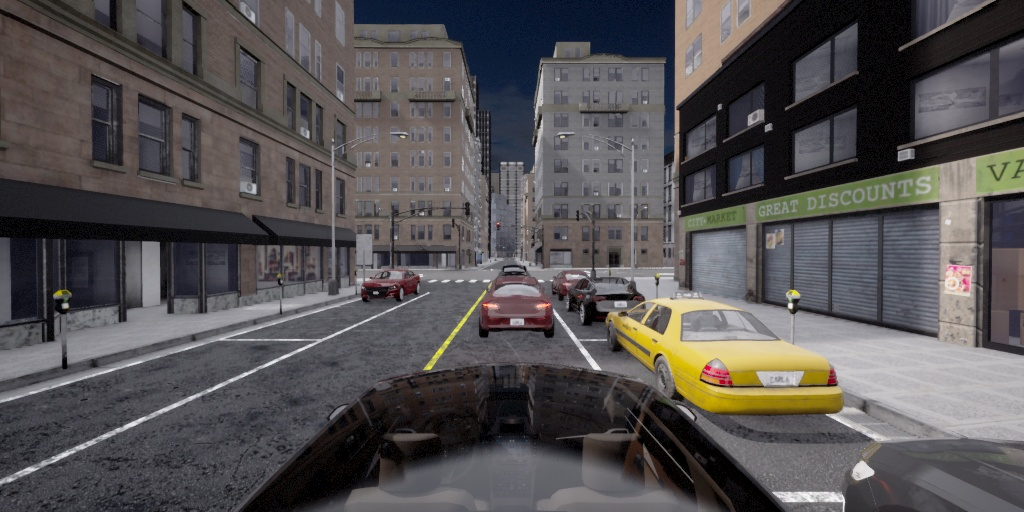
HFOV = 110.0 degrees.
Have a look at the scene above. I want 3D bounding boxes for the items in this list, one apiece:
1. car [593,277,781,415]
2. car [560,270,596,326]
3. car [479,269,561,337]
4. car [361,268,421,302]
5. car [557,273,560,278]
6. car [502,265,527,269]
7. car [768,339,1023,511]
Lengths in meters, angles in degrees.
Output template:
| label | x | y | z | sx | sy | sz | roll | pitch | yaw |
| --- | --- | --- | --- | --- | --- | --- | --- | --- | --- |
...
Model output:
| label | x | y | z | sx | sy | sz | roll | pitch | yaw |
| --- | --- | --- | --- | --- | --- | --- | --- | --- | --- |
| car | 2.879 | 1.274 | 6.147 | 1.751 | 1.417 | 4.829 | 0 | 0 | 0 |
| car | 2.885 | 1.313 | 11.563 | 1.948 | 1.339 | 4.313 | 0 | 0 | 0 |
| car | 0.103 | 1.273 | 10.128 | 1.812 | 1.442 | 4.674 | 0 | 0 | 0 |
| car | -5.653 | 1.290 | 17.156 | 1.888 | 1.381 | 4.507 | 0 | 0 | 0 |
| car | 2.892 | 1.327 | 17.149 | 1.802 | 1.307 | 4.207 | 0 | 0 | 0 |
| car | 0.119 | 1.249 | 20.407 | 1.837 | 1.490 | 4.892 | 0 | 0 | 0 |
| car | 2.872 | 1.301 | 0.391 | 2.007 | 1.370 | 4.403 | 0 | 0 | 0 |
